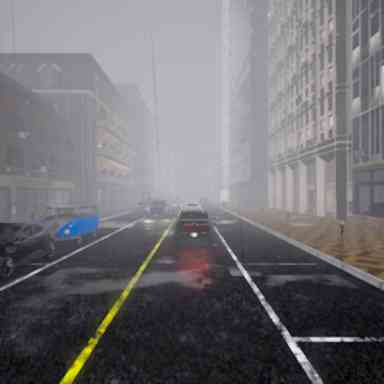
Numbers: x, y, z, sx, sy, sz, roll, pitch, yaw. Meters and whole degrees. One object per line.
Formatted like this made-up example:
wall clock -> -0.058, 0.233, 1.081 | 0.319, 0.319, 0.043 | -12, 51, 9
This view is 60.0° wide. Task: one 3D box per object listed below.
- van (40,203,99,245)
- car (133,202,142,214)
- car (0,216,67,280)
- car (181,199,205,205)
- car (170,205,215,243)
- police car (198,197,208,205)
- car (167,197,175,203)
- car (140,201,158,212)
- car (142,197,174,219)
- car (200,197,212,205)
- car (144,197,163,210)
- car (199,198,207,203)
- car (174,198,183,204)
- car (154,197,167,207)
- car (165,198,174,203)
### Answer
van -> -5.687, 1.435, 15.805 | 1.690, 1.788, 3.998 | 0, 0, 0
car -> -5.683, 1.812, 38.397 | 1.802, 1.307, 4.206 | 0, 0, 0
car -> -5.689, 1.626, 10.155 | 1.947, 1.339, 4.313 | 0, 0, 0
car -> 0.105, 1.723, 33.174 | 1.812, 1.442, 4.674 | 0, 0, 0
car -> 0.100, 1.604, 16.773 | 1.837, 1.490, 4.892 | 0, 0, 0
police car -> 2.382, 1.874, 71.907 | 1.930, 1.638, 5.238 | 0, 0, 0
car -> -5.672, 2.092, 89.064 | 1.752, 1.417, 4.829 | 0, 0, 0
car -> -5.681, 1.849, 44.046 | 1.802, 1.307, 4.206 | 0, 0, 0
car -> -3.090, 1.539, 31.521 | 2.097, 1.767, 4.553 | 0, 0, 0
car -> 2.702, 1.903, 61.160 | 1.752, 1.417, 4.829 | 0, 0, 0
car -> -5.681, 1.619, 49.696 | 2.192, 1.841, 5.009 | 0, 0, 0
car -> 2.707, 2.094, 83.583 | 1.947, 1.339, 4.313 | 0, 0, 0
car -> -2.985, 1.972, 72.795 | 1.812, 1.442, 4.674 | 0, 0, 0
car -> -5.678, 1.817, 60.992 | 1.967, 1.590, 4.097 | 0, 0, 0
car -> -5.674, 2.094, 83.585 | 1.947, 1.339, 4.313 | 0, 0, 0
